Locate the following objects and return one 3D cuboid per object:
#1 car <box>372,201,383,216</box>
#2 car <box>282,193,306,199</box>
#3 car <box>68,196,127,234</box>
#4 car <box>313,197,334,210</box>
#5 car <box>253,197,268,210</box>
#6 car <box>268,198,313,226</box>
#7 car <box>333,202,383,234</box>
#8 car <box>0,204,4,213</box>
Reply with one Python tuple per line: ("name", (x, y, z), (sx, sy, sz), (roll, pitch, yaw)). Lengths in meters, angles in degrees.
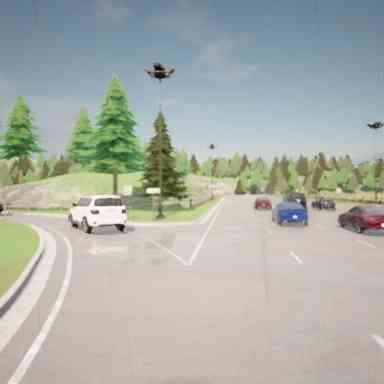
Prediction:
("car", (18.030, 1.494, 29.605), (1.895, 1.301, 4.718), (0, 0, 6))
("car", (12.114, 1.131, 39.627), (2.150, 2.045, 5.566), (0, 0, 6))
("car", (-5.728, 1.228, 19.865), (2.150, 2.045, 5.566), (0, 0, -33))
("car", (15.663, 1.385, 39.856), (2.128, 1.511, 4.902), (0, 0, 6))
("car", (8.897, 1.399, 42.325), (1.882, 1.535, 5.008), (0, 0, 6))
("car", (6.752, 1.426, 23.314), (1.882, 1.535, 5.008), (0, 0, 6))
("car", (9.747, 1.465, 18.649), (1.812, 1.442, 4.674), (0, 0, 6))
("car", (-20.964, 1.555, 32.893), (4.902, 1.511, 2.128), (0, 0, 20))
